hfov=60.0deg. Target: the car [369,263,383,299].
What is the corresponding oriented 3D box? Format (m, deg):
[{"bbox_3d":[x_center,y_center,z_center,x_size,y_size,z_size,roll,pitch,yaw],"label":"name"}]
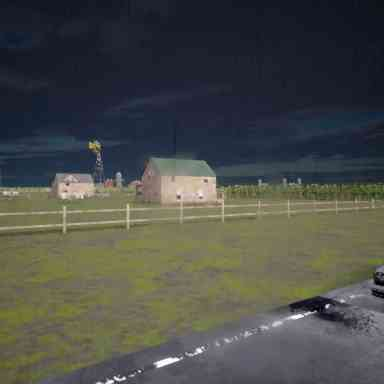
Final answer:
[{"bbox_3d":[6.058,1.545,7.282,5.357,1.411,2.033,0,0,-36],"label":"car"}]
